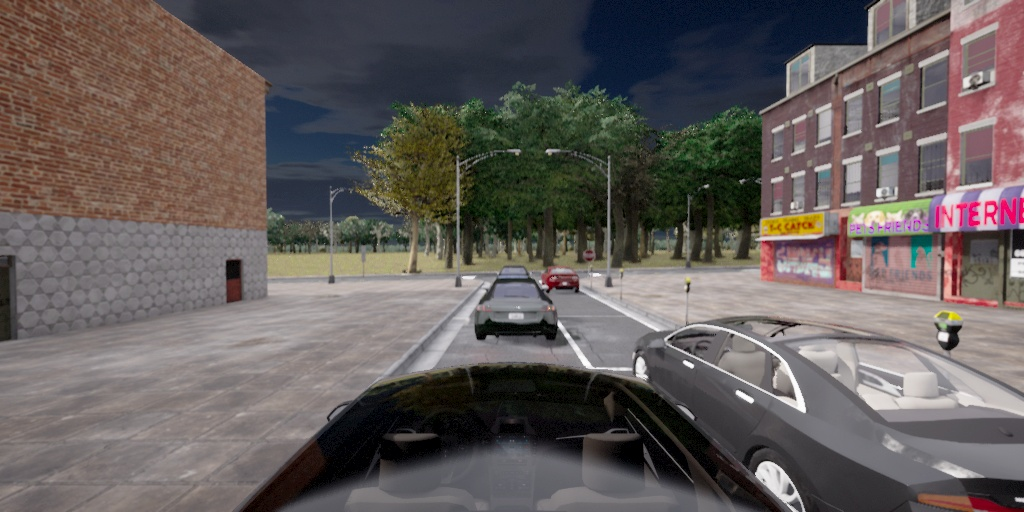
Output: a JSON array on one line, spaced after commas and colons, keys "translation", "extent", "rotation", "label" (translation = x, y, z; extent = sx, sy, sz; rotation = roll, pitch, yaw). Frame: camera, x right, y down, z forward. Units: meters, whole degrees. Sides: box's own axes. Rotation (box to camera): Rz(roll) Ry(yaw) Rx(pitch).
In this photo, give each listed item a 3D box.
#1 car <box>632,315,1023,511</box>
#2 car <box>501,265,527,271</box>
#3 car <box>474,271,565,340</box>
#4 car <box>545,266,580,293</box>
[{"translation": [2.634, 1.291, 3.696], "extent": [2.007, 1.370, 4.403], "rotation": [0, 0, 0], "label": "car"}, {"translation": [0.112, 1.219, 19.676], "extent": [2.033, 1.411, 5.357], "rotation": [0, 0, 2], "label": "car"}, {"translation": [0.086, 1.277, 9.862], "extent": [1.994, 1.385, 4.181], "rotation": [0, 0, 0], "label": "car"}, {"translation": [2.605, 1.215, 19.916], "extent": [1.888, 1.381, 4.507], "rotation": [0, 0, 0], "label": "car"}]
